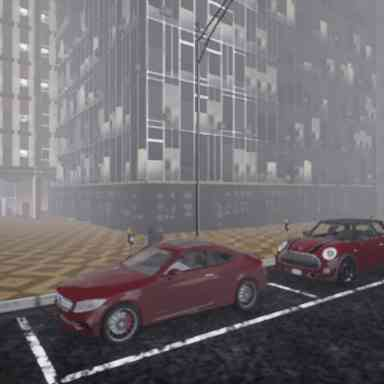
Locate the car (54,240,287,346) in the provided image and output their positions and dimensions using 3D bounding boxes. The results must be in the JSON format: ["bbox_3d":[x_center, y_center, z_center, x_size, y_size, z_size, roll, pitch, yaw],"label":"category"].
[{"bbox_3d":[-0.348,1.612,6.320,4.206,1.307,1.802,1,-1,-35],"label":"car"}]

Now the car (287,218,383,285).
[{"bbox_3d":[4.280,1.522,9.621,4.097,1.590,1.967,1,-1,-35],"label":"car"}]
